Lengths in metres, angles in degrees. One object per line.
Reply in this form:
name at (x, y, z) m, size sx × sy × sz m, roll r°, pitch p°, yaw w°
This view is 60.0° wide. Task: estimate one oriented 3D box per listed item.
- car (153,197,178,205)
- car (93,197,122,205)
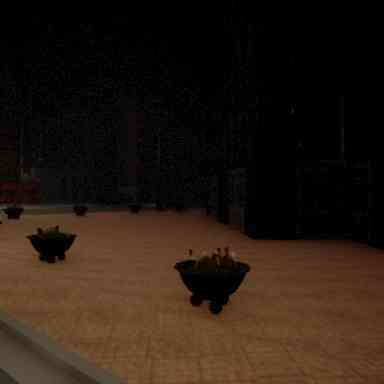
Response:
car at (-4.879, 1.715, 62.222) m, size 2.033 × 1.411 × 5.357 m, roll 1°, pitch 0°, yaw 40°
car at (-14.329, 1.575, 56.324) m, size 1.895 × 1.301 × 4.718 m, roll 1°, pitch 0°, yaw 40°
